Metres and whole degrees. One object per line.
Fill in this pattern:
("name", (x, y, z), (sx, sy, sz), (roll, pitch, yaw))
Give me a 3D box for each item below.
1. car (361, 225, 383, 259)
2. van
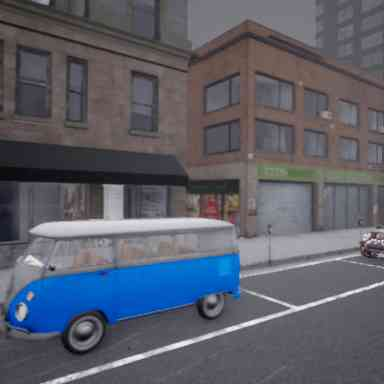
("car", (7.990, 1.621, 12.238), (4.097, 1.590, 1.967), (1, -1, -36))
("van", (-0.964, 1.374, 5.848), (3.998, 1.788, 1.690), (1, -1, -36))
